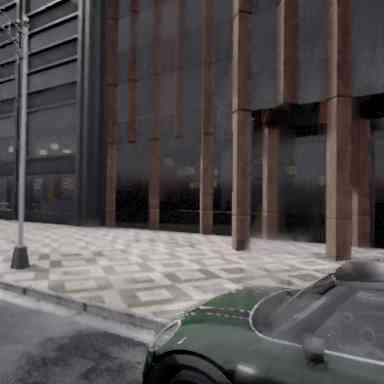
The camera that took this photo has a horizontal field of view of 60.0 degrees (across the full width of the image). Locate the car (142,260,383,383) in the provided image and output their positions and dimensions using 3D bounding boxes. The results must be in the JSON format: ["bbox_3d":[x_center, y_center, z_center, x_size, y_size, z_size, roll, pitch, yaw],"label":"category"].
[{"bbox_3d":[1.741,1.441,2.978,4.553,1.767,2.097,0,-1,31],"label":"car"}]
